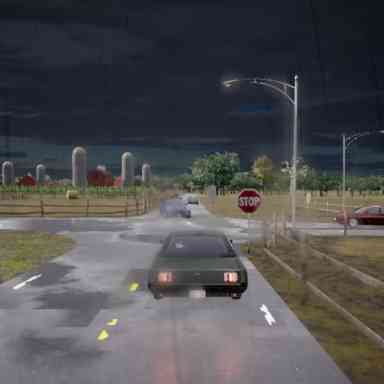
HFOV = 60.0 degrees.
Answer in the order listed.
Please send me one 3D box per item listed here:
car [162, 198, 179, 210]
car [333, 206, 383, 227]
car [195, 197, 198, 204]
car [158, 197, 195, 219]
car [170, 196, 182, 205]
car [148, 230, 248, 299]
[{"bbox_3d":[-2.810,1.560,44.414,1.895,1.301,4.718,0,0,0],"label":"car"},{"bbox_3d":[12.842,1.723,23.988,5.008,1.535,1.882,1,1,1],"label":"car"},{"bbox_3d":[0.131,1.493,59.787,1.994,1.385,4.181,0,0,0],"label":"car"},{"bbox_3d":[-1.593,1.333,28.784,2.097,1.767,4.553,0,0,-15],"label":"car"},{"bbox_3d":[-2.771,1.496,58.580,1.994,1.385,4.181,0,0,1],"label":"car"},{"bbox_3d":[0.107,1.597,8.361,1.895,1.301,4.718,0,0,0],"label":"car"}]
